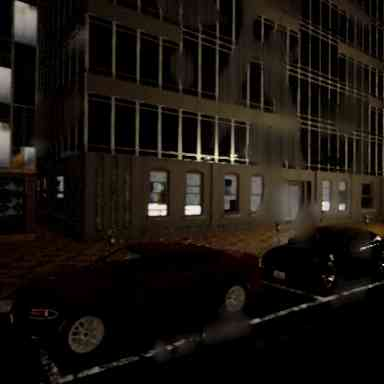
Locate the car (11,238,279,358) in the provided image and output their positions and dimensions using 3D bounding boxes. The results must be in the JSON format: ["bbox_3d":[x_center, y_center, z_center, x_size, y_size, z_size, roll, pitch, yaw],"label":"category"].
[{"bbox_3d":[-0.725,1.575,6.044,4.507,1.381,1.887,1,0,-36],"label":"car"}]

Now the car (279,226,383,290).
[{"bbox_3d":[3.906,1.658,9.354,4.313,1.339,1.947,1,0,-36],"label":"car"}]
